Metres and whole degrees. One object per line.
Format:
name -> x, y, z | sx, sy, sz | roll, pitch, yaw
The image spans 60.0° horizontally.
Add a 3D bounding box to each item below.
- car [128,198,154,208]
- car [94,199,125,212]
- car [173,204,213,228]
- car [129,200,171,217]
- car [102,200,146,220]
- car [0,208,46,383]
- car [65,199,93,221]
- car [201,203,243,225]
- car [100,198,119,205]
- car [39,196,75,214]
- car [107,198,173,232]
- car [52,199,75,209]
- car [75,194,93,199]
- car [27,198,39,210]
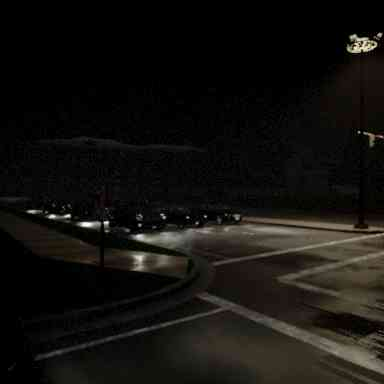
car -> -8.164, 1.678, 53.076 | 2.128, 1.511, 4.902 | 1, 0, -36
car -> -10.595, 1.671, 42.453 | 2.033, 1.411, 5.357 | 1, 0, -36
car -> -0.949, 1.699, 23.300 | 1.895, 1.301, 4.718 | 1, 0, -36
car -> -4.370, 1.616, 33.910 | 2.128, 1.511, 4.902 | 1, 0, -36
car -> -6.414, 1.589, 30.773 | 2.128, 1.511, 4.902 | 1, 0, -36
car -> -3.547, 1.203, 1.241 | 5.566, 2.045, 2.150 | 1, 0, -35
car -> -8.855, 1.575, 28.183 | 1.837, 1.490, 4.892 | 1, 0, -36
car -> 1.766, 1.617, 25.520 | 2.128, 1.511, 4.902 | 1, 0, -36
car -> -15.752, 1.786, 63.428 | 1.895, 1.301, 4.718 | 1, 0, -36
car -> -14.760, 1.421, 36.282 | 2.097, 1.767, 4.553 | 1, 0, -36
car -> -3.455, 1.423, 20.805 | 2.097, 1.767, 4.553 | 1, 0, -36
car -> -18.215, 1.660, 47.090 | 1.994, 1.385, 4.181 | 1, 0, -35
car -> -12.322, 1.318, 38.886 | 2.150, 2.045, 5.566 | 1, 0, -36
car -> -20.864, 1.546, 44.769 | 1.882, 1.535, 5.008 | 1, 0, -35
